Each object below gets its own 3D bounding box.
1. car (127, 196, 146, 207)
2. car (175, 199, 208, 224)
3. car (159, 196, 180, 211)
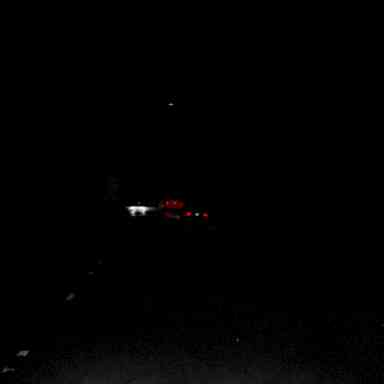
[{"bbox_3d":[-7.253,1.169,43.428,1.994,1.385,4.181,3,0,-20],"label":"car"},{"bbox_3d":[0.062,1.648,26.565,2.033,1.411,5.357,3,0,-7],"label":"car"},{"bbox_3d":[-2.550,1.229,39.468,2.097,1.767,4.553,3,0,-17],"label":"car"}]
